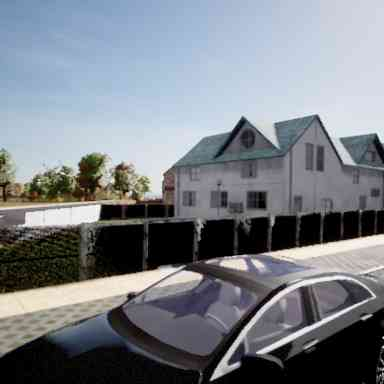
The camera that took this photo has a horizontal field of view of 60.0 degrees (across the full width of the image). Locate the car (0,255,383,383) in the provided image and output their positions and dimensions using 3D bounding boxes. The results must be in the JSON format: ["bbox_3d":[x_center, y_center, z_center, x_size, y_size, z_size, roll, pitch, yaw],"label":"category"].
[{"bbox_3d":[0.473,1.513,3.458,4.902,1.511,2.128,1,0,-38],"label":"car"}]
